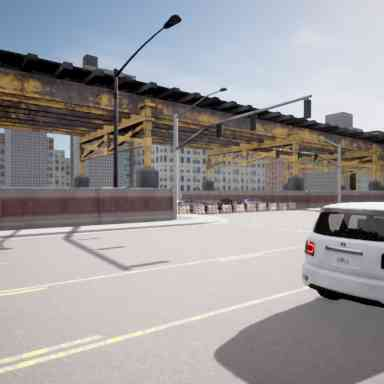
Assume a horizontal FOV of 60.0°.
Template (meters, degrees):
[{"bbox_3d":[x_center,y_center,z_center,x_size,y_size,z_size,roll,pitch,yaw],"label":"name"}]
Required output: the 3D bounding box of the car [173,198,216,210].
[{"bbox_3d":[0.330,1.294,36.556,4.536,1.218,1.853,0,0,8],"label":"car"}]

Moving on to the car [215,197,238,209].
[{"bbox_3d":[4.148,1.294,39.275,1.853,1.218,4.536,0,0,18],"label":"car"}]

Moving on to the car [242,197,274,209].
[{"bbox_3d":[8.000,1.294,42.969,4.536,1.218,1.853,0,0,-7],"label":"car"}]

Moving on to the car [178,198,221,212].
[{"bbox_3d":[0.381,1.452,36.549,4.974,1.542,2.038,0,0,8],"label":"car"}]

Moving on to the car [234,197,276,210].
[{"bbox_3d":[8.052,1.451,42.975,4.974,1.542,2.038,0,0,-7],"label":"car"}]

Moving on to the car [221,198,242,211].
[{"bbox_3d":[4.133,1.451,39.225,2.038,1.542,4.974,0,0,18],"label":"car"}]

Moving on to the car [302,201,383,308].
[{"bbox_3d":[4.732,1.221,7.133,5.566,2.045,2.150,0,0,-35],"label":"car"}]
